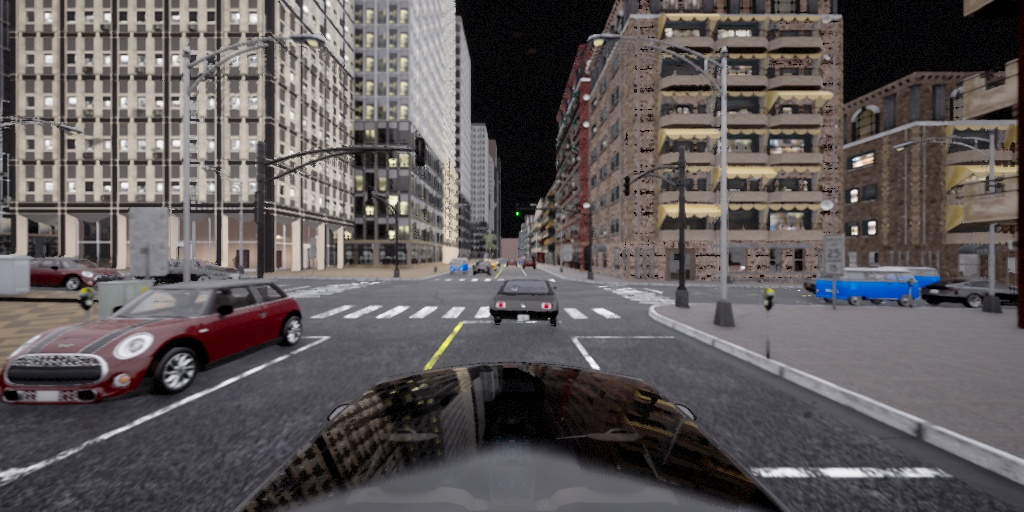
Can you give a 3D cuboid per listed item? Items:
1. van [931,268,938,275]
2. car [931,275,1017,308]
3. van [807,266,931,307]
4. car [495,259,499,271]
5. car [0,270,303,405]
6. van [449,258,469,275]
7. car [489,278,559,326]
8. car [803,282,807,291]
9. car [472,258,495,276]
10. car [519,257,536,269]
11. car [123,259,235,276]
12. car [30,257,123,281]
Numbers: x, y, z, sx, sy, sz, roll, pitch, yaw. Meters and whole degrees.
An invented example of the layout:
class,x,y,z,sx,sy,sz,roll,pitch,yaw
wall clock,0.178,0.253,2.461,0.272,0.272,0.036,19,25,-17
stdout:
class,x,y,z,sx,sy,sz,roll,pitch,yaw
van,27.910,1.655,25.661,3.998,1.789,1.690,0,0,0
car,22.446,1.787,17.298,4.313,1.339,1.948,0,0,0
van,16.906,1.455,17.113,3.998,1.789,1.690,0,0,0
car,-3.098,1.242,49.206,1.882,1.535,5.008,0,1,0
car,-5.692,1.190,6.388,1.967,1.591,4.097,0,0,0
van,-5.704,1.098,38.862,1.690,1.789,3.998,0,0,0
car,0.531,1.359,11.744,1.895,1.301,4.718,1,0,6
car,19.234,1.756,19.904,4.718,1.301,1.895,1,0,1
car,-3.099,1.262,38.213,1.837,1.490,4.892,0,0,0
car,2.670,1.082,55.519,2.192,1.841,5.009,0,0,0
car,-17.672,0.933,19.748,4.902,1.511,2.128,1,0,0
car,-21.153,0.818,17.150,4.097,1.591,1.967,0,0,0
